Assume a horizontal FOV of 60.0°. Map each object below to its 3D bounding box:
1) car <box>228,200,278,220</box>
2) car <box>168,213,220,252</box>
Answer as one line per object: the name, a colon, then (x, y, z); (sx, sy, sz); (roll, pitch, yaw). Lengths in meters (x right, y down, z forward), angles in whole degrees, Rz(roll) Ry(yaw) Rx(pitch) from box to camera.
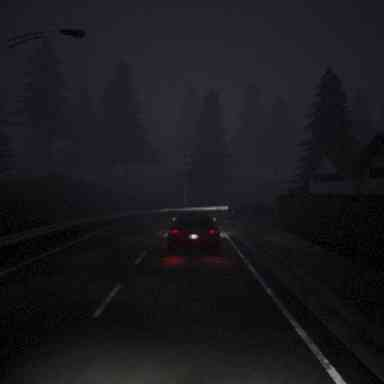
car: (5.310, 1.439, 27.999); (5.008, 1.535, 1.882); (0, -1, -34)
car: (0.092, 1.552, 13.798); (1.994, 1.385, 4.181); (0, 0, 1)
